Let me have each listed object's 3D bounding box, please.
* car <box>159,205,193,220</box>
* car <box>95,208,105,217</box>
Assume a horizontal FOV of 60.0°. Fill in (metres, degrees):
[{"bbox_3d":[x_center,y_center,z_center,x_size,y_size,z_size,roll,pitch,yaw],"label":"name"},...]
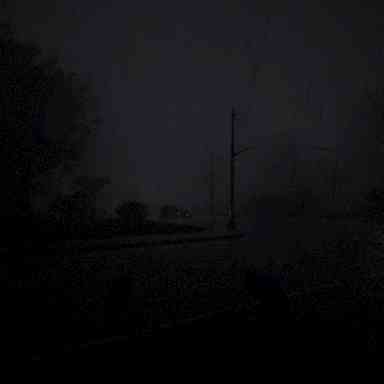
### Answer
[{"bbox_3d":[-1.769,2.154,34.615,1.837,1.490,4.892,1,-2,-33],"label":"car"},{"bbox_3d":[-14.984,3.353,55.157,1.837,1.490,4.892,1,-3,-33],"label":"car"}]
